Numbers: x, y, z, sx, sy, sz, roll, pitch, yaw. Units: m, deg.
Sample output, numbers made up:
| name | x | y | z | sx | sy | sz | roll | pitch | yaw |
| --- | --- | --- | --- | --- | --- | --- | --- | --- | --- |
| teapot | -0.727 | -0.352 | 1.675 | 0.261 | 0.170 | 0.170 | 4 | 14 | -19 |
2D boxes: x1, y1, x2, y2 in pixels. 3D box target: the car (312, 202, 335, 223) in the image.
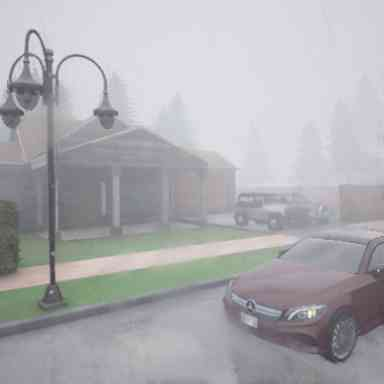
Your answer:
| name | x | y | z | sx | sy | sz | roll | pitch | yaw |
| --- | --- | --- | --- | --- | --- | --- | --- | --- | --- |
| car | 5.738 | 0.920 | 19.318 | 1.932 | 1.855 | 4.605 | -1 | 1 | -35 |

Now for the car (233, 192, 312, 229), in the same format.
| name | x | y | z | sx | sy | sz | roll | pitch | yaw |
| --- | --- | --- | --- | --- | --- | --- | --- | --- | --- |
| car | 3.911 | 0.962 | 17.549 | 1.905 | 1.878 | 3.866 | -1 | 1 | -35 |

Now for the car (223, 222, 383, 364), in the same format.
| name | x | y | z | sx | sy | sz | roll | pitch | yaw |
| --- | --- | --- | --- | --- | --- | --- | --- | --- | --- |
| car | 2.670 | 1.438 | 5.845 | 4.674 | 1.442 | 1.812 | -1 | 1 | -35 |
